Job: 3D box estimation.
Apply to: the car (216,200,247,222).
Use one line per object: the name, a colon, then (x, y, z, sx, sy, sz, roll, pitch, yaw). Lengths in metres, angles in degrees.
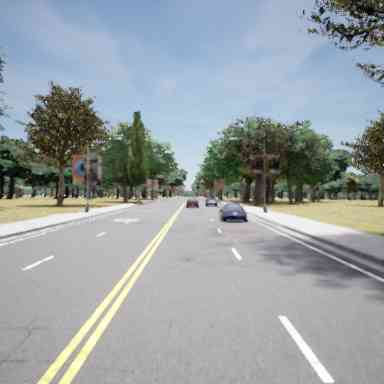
car: (3.276, 1.600, 27.070, 1.994, 1.385, 4.181, 0, 0, 0)

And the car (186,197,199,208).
car: (0.089, 1.589, 50.844, 1.882, 1.535, 5.008, 0, 0, 0)

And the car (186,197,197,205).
car: (-0.015, 1.729, 64.429, 2.033, 1.411, 5.357, 0, 0, 0)

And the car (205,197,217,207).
car: (3.241, 1.556, 55.664, 2.033, 1.649, 4.856, 0, 0, 0)
